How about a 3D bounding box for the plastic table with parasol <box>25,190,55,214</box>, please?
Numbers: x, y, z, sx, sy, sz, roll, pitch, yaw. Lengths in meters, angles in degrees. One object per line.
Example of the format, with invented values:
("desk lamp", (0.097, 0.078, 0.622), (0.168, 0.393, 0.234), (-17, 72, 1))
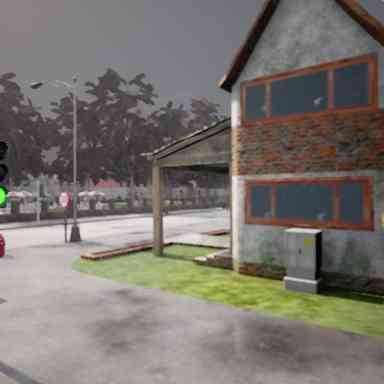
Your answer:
("plastic table with parasol", (-17.932, 1.144, 39.401), (2.482, 2.480, 2.482), (3, 2, -3))
